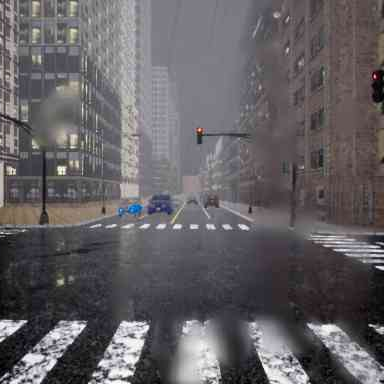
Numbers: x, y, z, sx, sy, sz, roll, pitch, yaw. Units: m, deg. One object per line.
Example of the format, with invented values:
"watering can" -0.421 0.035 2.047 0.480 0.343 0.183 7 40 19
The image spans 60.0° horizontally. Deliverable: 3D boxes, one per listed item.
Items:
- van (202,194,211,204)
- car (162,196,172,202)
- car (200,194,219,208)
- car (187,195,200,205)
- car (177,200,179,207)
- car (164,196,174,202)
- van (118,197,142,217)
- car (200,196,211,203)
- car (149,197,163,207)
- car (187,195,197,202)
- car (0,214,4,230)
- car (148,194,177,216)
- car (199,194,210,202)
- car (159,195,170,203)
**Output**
"van" 2.754 1.366 63.908 1.690 1.788 3.998 0 0 0
"car" -5.615 1.559 74.847 1.752 1.417 4.829 0 0 0
"car" 2.737 1.329 47.255 2.192 1.841 5.009 0 0 0
"car" 0.065 1.623 60.129 1.895 1.301 4.718 0 0 0
"car" -3.036 1.617 50.463 1.895 1.301 4.718 0 0 0
"car" -5.609 1.589 80.568 2.008 1.369 4.403 0 0 0
"van" -5.660 1.347 30.609 1.690 1.788 3.998 0 0 0
"car" 2.761 1.579 69.458 2.008 1.369 4.403 0 0 0
"car" -5.637 1.542 52.643 1.752 1.417 4.829 0 0 0
"car" 0.074 1.419 70.105 2.033 1.411 5.357 0 0 0
"car" -11.185 1.163 14.975 4.553 1.767 2.097 1 0 -12
"car" -3.058 1.229 33.432 2.150 2.045 5.566 0 0 1
"car" 2.765 1.348 75.009 2.192 1.841 5.009 0 0 0
"car" -5.620 1.469 69.466 1.967 1.590 4.097 0 0 0
